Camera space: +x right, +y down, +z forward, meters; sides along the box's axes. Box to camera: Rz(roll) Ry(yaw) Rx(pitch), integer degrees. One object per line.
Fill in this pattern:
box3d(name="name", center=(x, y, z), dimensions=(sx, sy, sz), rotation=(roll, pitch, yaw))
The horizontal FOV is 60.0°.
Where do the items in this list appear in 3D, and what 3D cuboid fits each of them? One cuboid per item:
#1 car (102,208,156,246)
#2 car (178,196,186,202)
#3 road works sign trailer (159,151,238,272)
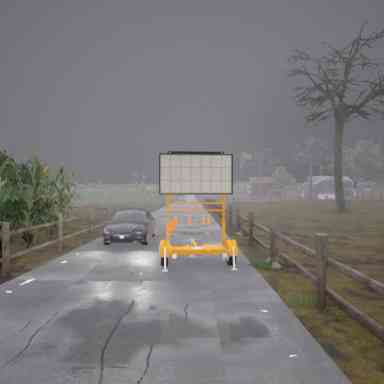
box3d(name="car", center=(-2.745, 1.528, 15.435), dimensions=(1.837, 1.490, 4.892), rotation=(0, 0, 0))
box3d(name="car", center=(-2.714, 1.811, 89.281), dimensions=(2.097, 1.767, 4.553), rotation=(0, -1, 0))
box3d(name="road works sign trailer", center=(0.116, 0.476, 10.936), dimensions=(2.380, 3.560, 2.880), rotation=(0, 0, -5))
